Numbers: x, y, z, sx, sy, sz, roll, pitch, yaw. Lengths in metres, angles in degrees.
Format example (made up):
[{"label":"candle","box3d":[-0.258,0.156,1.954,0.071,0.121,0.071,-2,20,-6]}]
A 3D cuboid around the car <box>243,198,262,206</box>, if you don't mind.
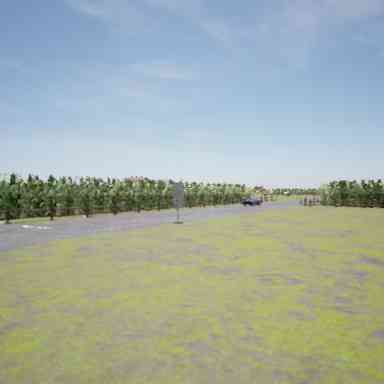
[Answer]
[{"label":"car","box3d":[10.311,1.716,56.725,1.895,1.301,4.718,-1,0,31]}]
